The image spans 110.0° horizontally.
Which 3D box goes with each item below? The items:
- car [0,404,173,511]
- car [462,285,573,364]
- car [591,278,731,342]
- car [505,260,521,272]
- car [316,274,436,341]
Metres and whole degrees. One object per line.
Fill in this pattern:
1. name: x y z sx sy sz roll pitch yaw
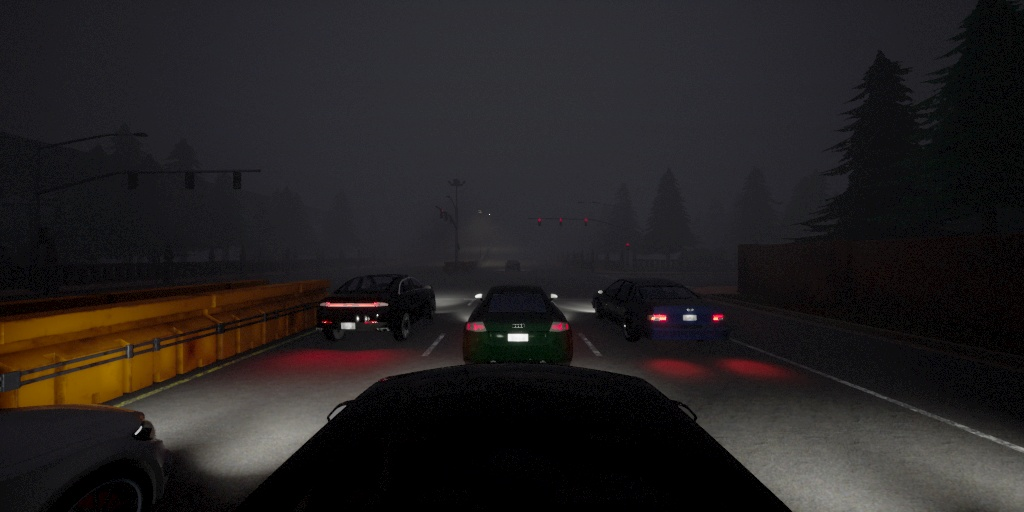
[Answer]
1. car: -3.403 1.276 0.632 1.812 1.442 4.674 0 0 0
2. car: 0.099 1.314 7.917 1.994 1.385 4.181 0 0 0
3. car: 3.601 1.297 9.774 2.033 1.411 5.357 0 0 0
4. car: 0.103 1.228 46.020 1.882 1.535 5.008 0 0 0
5. car: -3.399 1.241 9.869 2.128 1.511 4.902 0 0 0
